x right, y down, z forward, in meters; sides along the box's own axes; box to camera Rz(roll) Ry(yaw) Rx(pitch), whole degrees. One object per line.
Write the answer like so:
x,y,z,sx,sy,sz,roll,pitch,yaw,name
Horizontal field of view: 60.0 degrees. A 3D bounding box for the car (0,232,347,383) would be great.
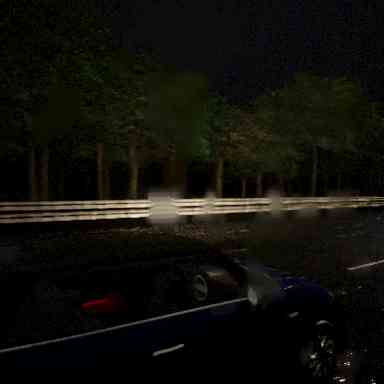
-0.301,1.254,3.688,4.553,1.767,2.097,0,2,-35,car
